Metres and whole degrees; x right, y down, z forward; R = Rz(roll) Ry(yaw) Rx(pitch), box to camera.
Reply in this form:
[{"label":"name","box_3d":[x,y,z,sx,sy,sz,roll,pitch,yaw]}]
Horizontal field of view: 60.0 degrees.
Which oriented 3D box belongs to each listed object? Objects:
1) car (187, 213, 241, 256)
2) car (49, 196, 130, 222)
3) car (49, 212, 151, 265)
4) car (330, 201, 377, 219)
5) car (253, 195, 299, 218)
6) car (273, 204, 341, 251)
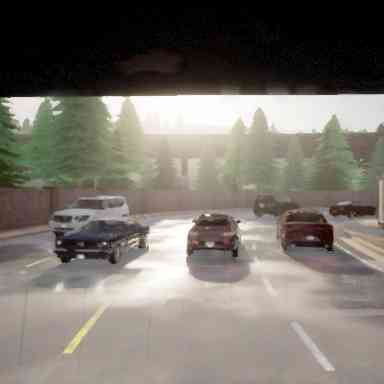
[{"label":"car","box_3d":[0.949,1.543,13.181,1.812,1.442,4.674,0,0,9]},{"label":"car","box_3d":[-5.352,1.246,18.303,2.150,2.045,5.566,0,0,14]},{"label":"car","box_3d":[-2.992,1.617,12.034,1.895,1.301,4.718,0,0,8]},{"label":"car","box_3d":[14.575,1.517,29.615,5.008,1.535,1.882,0,-1,-23]},{"label":"car","box_3d":[7.603,1.261,29.468,2.150,2.045,5.566,-1,-1,43]},{"label":"car","box_3d":[4.720,1.497,14.348,1.882,1.535,5.008,0,0,11]}]
